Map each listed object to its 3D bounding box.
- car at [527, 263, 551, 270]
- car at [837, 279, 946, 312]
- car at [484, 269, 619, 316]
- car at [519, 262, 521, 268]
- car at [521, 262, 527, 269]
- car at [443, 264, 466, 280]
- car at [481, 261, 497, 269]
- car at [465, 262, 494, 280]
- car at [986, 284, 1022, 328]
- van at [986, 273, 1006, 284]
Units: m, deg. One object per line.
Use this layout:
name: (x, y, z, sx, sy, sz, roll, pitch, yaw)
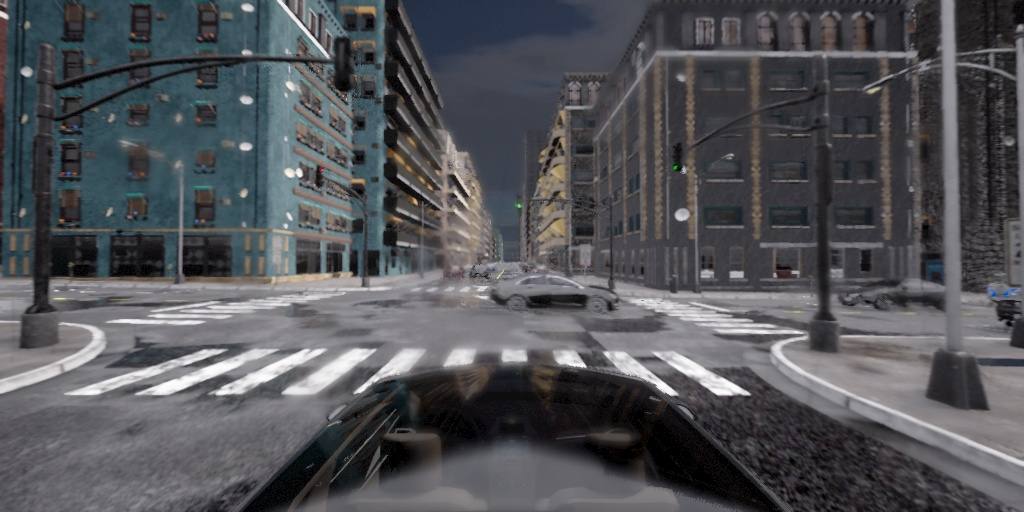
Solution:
car: (2.797, 1.498, 34.864, 1.967, 1.591, 4.097, 0, 0, 0)
car: (18.183, 1.802, 16.943, 4.674, 1.442, 1.812, 1, -1, -1)
car: (1.563, 1.416, 13.689, 4.902, 1.511, 2.128, 1, -1, -1)
car: (2.681, 1.879, 63.182, 1.888, 1.381, 4.507, 0, 0, 0)
car: (2.683, 1.788, 51.854, 1.948, 1.339, 4.313, 0, 0, 0)
car: (-5.786, 1.613, 36.085, 1.888, 1.381, 4.507, 0, 0, 0)
car: (-3.074, 1.741, 51.300, 1.812, 1.442, 4.674, 0, -1, 0)
car: (-3.097, 1.565, 35.170, 1.837, 1.490, 4.892, 0, -1, 0)
car: (17.935, 1.721, 11.139, 4.403, 1.370, 2.007, 0, 0, -1)
van: (28.674, 1.863, 19.619, 3.998, 1.789, 1.690, 0, 0, -1)
